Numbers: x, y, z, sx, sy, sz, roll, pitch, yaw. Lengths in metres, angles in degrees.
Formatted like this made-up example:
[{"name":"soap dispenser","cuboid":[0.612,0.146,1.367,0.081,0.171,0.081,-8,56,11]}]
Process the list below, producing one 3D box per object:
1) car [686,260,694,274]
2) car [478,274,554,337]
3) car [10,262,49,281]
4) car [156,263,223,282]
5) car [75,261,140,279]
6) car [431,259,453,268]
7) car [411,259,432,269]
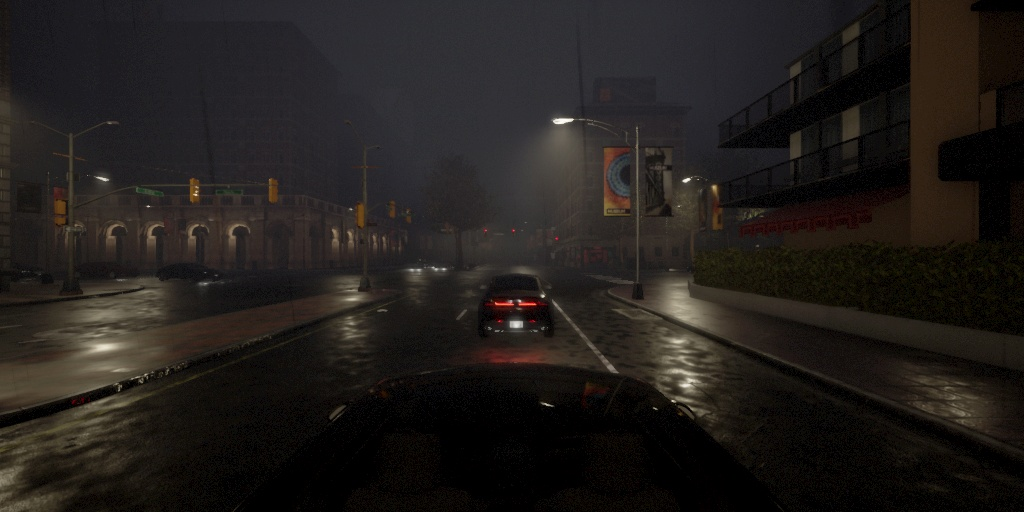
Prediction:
[{"name":"car","cuboid":[21.863,1.351,39.565,4.718,1.301,1.895,0,0,0]},{"name":"car","cuboid":[0.109,1.255,10.304,1.837,1.490,4.892,0,0,0]},{"name":"car","cuboid":[-40.388,1.243,28.847,4.902,1.511,2.128,0,0,0]},{"name":"car","cuboid":[-25.804,1.275,28.706,4.674,1.442,1.812,0,0,5]},{"name":"car","cuboid":[-36.677,1.228,32.351,5.008,1.535,1.882,0,0,0]},{"name":"car","cuboid":[-11.357,1.314,58.700,1.994,1.385,4.181,0,0,0]},{"name":"car","cuboid":[-14.862,1.241,57.928,2.128,1.511,4.902,0,0,0]}]
